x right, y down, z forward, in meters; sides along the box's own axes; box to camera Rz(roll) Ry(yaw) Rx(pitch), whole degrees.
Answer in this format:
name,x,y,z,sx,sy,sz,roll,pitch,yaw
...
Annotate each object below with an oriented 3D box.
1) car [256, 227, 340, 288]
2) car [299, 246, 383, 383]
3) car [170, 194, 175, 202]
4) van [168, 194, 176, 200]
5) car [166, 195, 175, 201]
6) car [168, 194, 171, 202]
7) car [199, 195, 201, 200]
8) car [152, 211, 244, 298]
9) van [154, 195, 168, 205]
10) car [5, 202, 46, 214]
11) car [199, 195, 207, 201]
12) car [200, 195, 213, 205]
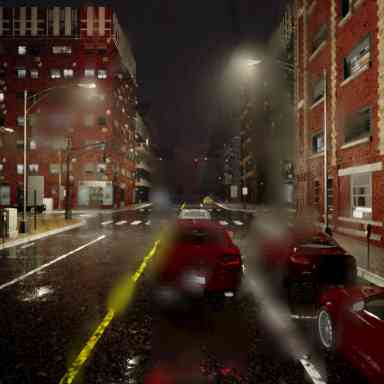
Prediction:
name,x,y,z,sx,sy,sz,roll,pitch,yaw
car,2.853,1.584,8.924,1.802,1.307,4.206,1,0,0
car,2.673,1.583,3.268,1.802,1.307,4.206,1,0,0
car,-5.549,1.607,75.187,1.802,1.307,4.206,1,0,0
van,-5.516,1.375,92.145,1.690,1.788,3.998,1,0,0
car,-5.529,1.582,86.492,2.008,1.369,4.403,1,0,0
car,-5.569,1.602,63.883,1.802,1.307,4.206,1,0,0
car,2.841,1.572,80.787,1.887,1.381,4.507,1,0,0
car,0.113,1.480,8.606,1.882,1.535,5.008,0,0,0
van,-5.575,1.359,58.231,1.690,1.788,3.998,1,0,0
car,-18.646,1.730,37.343,4.313,1.339,1.947,0,-1,0
car,2.851,1.597,86.439,1.947,1.339,4.313,1,0,0
car,2.802,1.543,58.347,1.752,1.417,4.829,1,0,0
